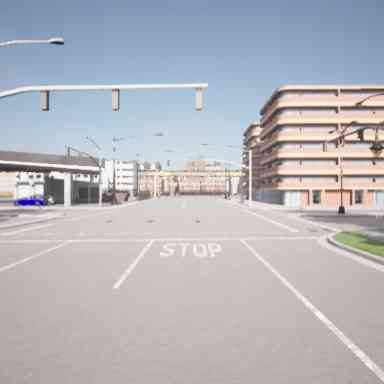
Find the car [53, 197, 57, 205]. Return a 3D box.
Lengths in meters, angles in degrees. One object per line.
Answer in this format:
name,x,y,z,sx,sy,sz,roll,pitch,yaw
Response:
car,-24.029,1.416,53.925,3.806,1.475,1.970,0,0,1

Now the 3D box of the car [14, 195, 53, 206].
car,-23.312,1.255,48.175,4.611,1.667,2.242,0,0,1
